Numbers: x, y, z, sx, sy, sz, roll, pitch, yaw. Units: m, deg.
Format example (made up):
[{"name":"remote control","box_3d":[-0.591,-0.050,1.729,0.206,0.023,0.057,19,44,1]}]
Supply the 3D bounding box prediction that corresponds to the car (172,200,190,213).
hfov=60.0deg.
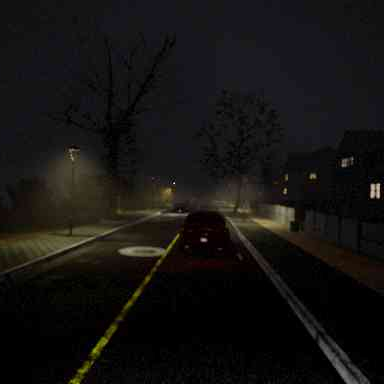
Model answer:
[{"name":"car","box_3d":[-1.119,1.601,37.518,2.033,1.411,5.357,2,0,3]}]

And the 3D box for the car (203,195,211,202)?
[{"name":"car","box_3d":[3.986,1.948,87.887,1.882,1.535,5.008,2,0,3]}]

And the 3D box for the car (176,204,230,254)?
[{"name":"car","box_3d":[0.537,1.530,14.041,1.882,1.535,5.008,2,0,3]}]
